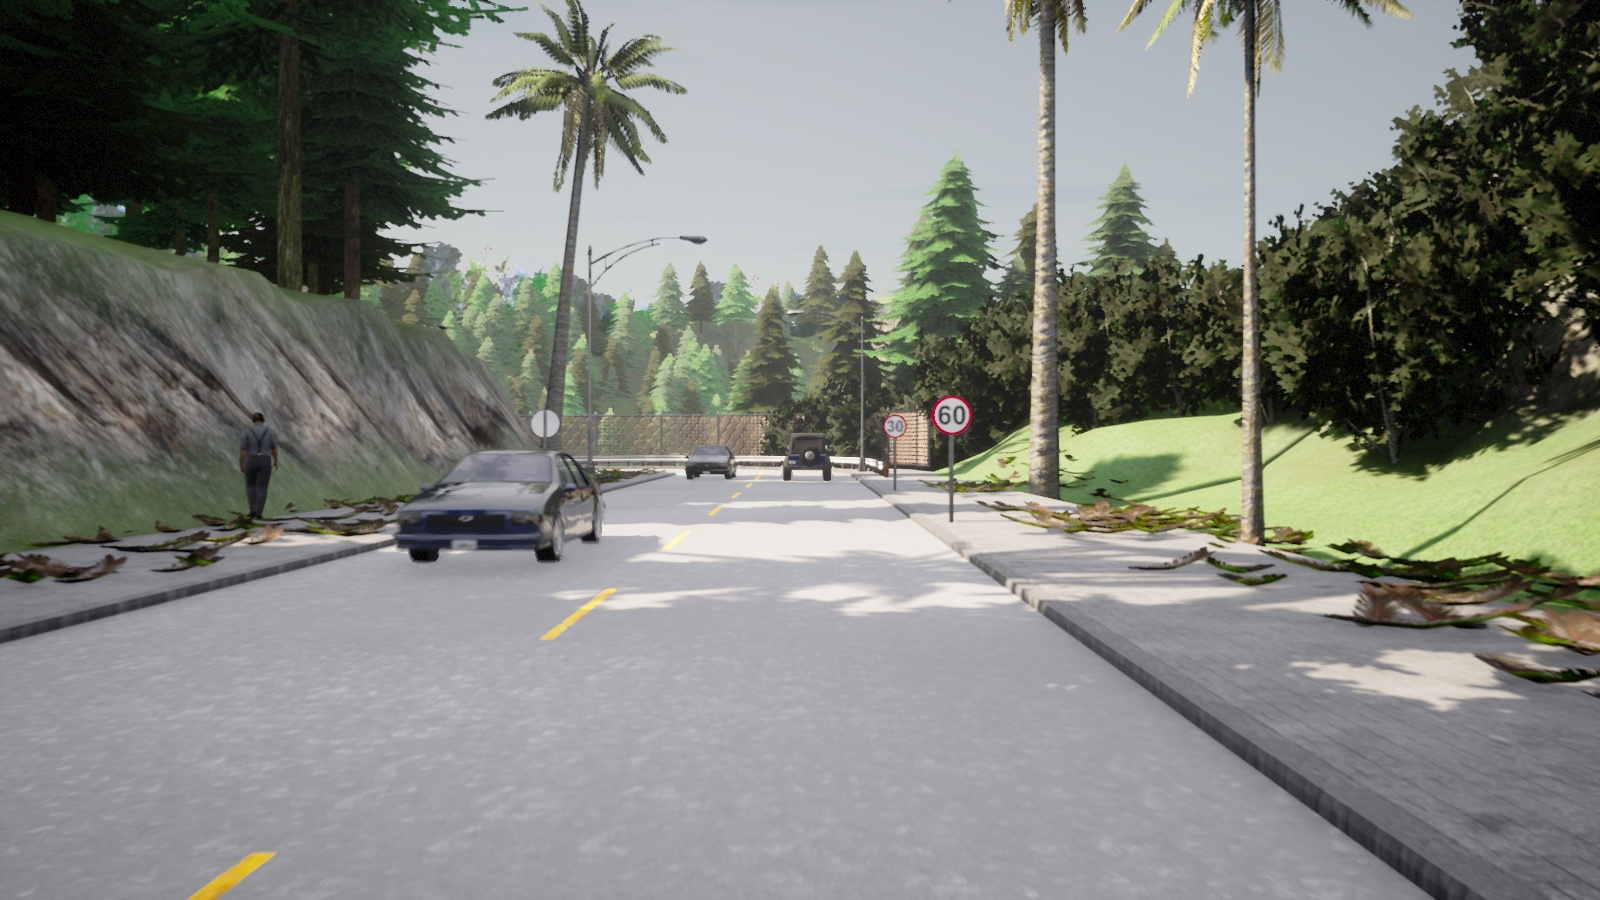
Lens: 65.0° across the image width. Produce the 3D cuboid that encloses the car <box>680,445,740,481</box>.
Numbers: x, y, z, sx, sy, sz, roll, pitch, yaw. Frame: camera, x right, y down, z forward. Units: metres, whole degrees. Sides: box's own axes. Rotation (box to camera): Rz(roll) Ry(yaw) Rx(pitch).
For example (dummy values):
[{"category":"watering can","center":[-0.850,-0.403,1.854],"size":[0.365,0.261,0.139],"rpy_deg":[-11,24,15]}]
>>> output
[{"category":"car","center":[-3.671,0.496,52.295],"size":[2.033,1.411,5.357],"rpy_deg":[0,0,1]}]

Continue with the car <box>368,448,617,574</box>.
[{"category":"car","center":[-3.892,0.695,16.982],"size":[2.033,1.411,5.357],"rpy_deg":[0,0,0]}]

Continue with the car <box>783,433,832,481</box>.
[{"category":"car","center":[0.290,0.257,50.668],"size":[1.905,1.878,3.866],"rpy_deg":[0,0,0]}]

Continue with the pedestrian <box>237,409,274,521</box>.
[{"category":"pedestrian","center":[-9.181,0.241,21.174],"size":[0.540,1.848,0.694],"rpy_deg":[0,0,-26]}]
